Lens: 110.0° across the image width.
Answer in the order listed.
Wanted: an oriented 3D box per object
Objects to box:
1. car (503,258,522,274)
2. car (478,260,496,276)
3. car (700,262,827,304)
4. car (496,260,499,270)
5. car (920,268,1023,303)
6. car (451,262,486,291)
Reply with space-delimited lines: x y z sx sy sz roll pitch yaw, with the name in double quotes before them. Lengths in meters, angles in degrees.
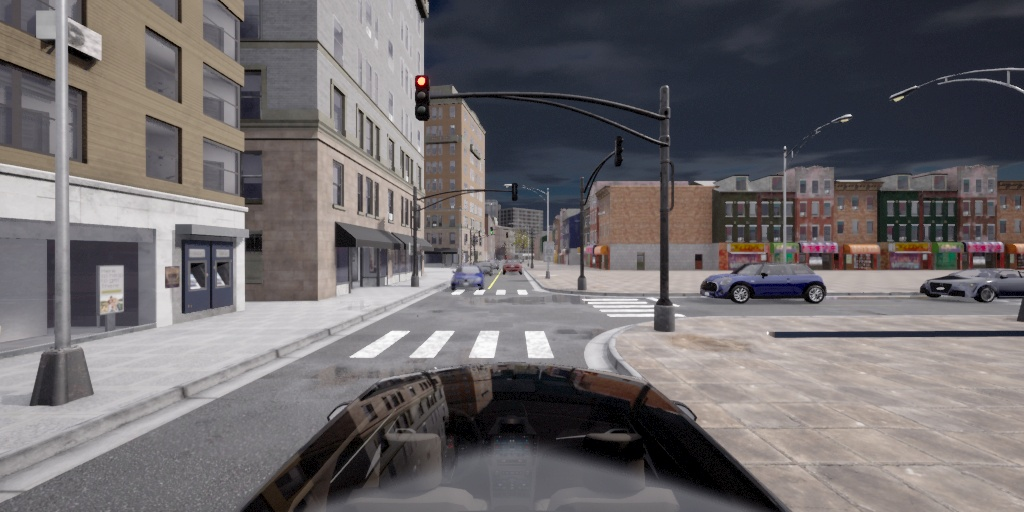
"car" 0.045 1.110 40.775 2.097 1.767 4.553 0 0 0
"car" -2.882 1.262 36.542 1.837 1.490 4.892 0 0 0
"car" 10.743 1.054 15.597 4.553 1.767 2.097 0 0 1
"car" -2.811 1.287 52.008 2.128 1.511 4.902 0 0 0
"car" 20.649 1.230 15.629 4.181 1.385 1.994 0 0 0
"car" -2.657 1.278 21.899 1.812 1.442 4.674 0 0 -4
